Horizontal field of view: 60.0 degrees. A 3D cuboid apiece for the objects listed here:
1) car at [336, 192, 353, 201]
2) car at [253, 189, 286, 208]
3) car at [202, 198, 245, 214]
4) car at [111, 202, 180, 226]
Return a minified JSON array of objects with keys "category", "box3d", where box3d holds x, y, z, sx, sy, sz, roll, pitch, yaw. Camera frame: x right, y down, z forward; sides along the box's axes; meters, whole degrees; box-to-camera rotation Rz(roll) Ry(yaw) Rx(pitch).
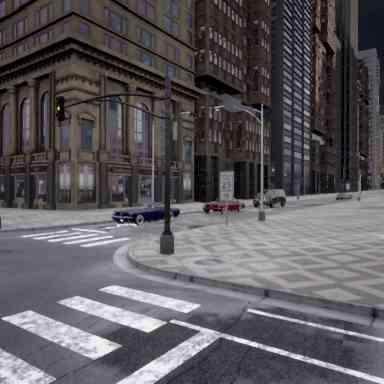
[{"category":"car","box3d":[26.010,0.707,56.657,2.033,1.411,5.357,0,1,35]},{"category":"car","box3d":[9.035,0.696,38.323,2.150,2.045,5.566,0,1,36]},{"category":"car","box3d":[2.895,1.217,29.716,1.895,1.301,4.718,0,1,35]},{"category":"car","box3d":[-2.908,1.350,21.583,1.895,1.301,4.718,0,1,36]}]
